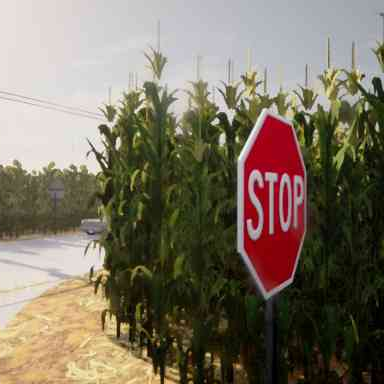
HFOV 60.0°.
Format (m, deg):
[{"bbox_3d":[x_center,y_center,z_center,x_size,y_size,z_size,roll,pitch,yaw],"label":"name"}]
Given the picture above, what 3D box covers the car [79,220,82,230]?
[{"bbox_3d":[-3.566,1.584,17.721,1.895,1.301,4.718,0,0,35],"label":"car"}]
